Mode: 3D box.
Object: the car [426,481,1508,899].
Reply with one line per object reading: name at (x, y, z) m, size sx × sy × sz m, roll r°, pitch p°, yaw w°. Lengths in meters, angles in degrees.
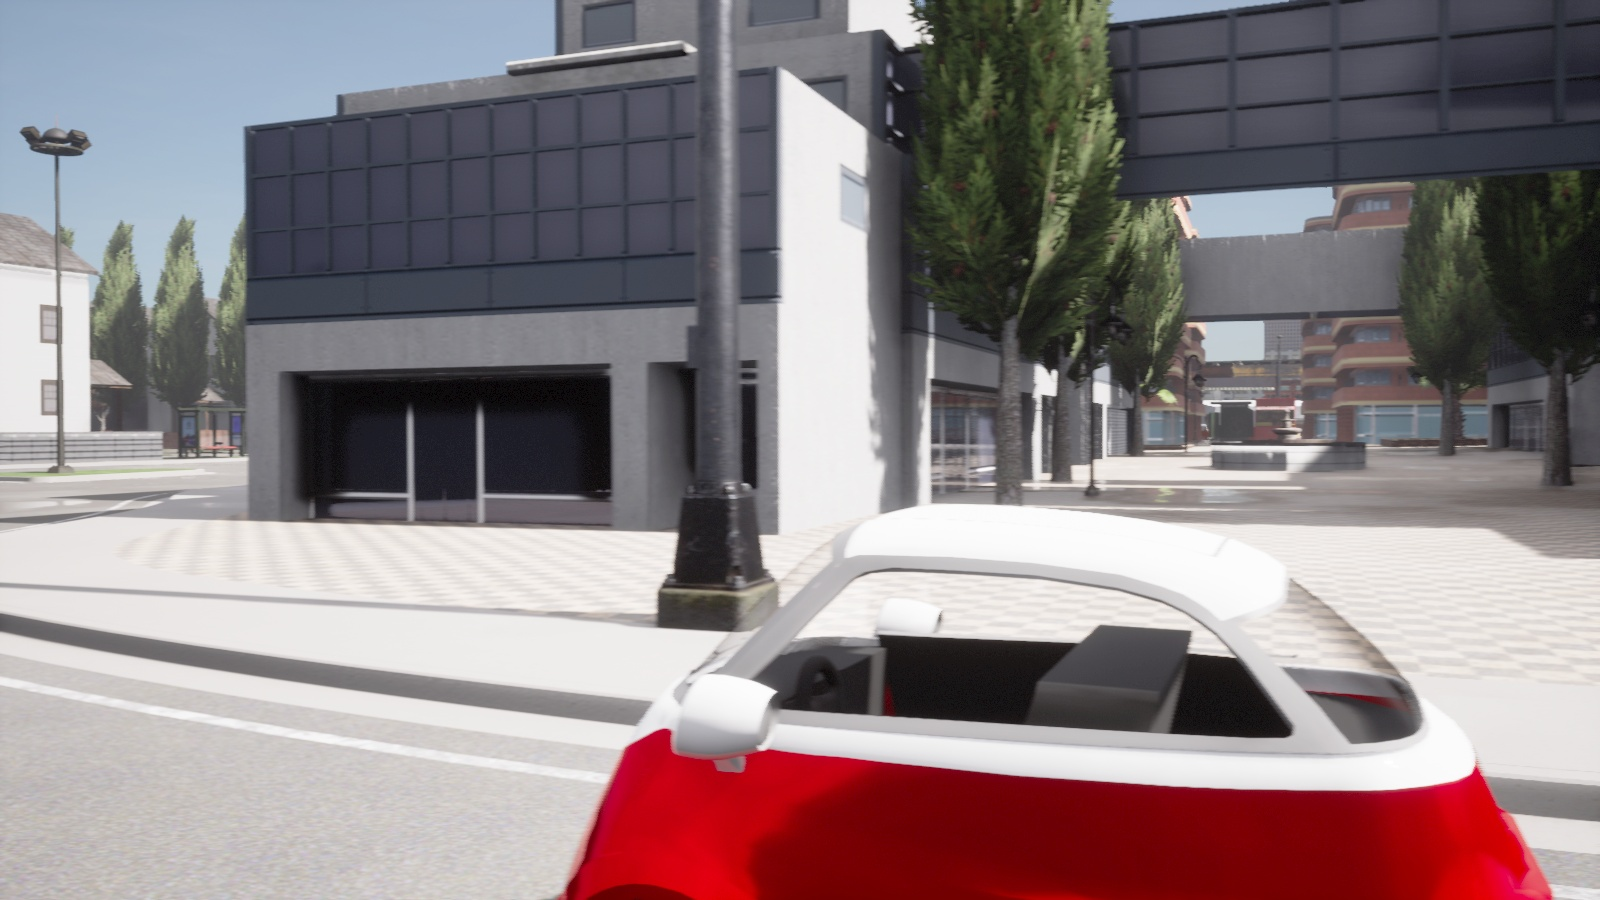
car at (0.427, 0.829, 3.211) m, size 2.207 × 1.376 × 1.481 m, roll 1°, pitch 1°, yaw 22°
